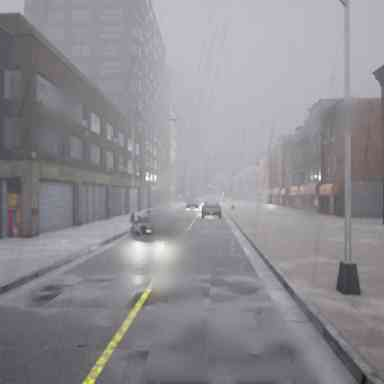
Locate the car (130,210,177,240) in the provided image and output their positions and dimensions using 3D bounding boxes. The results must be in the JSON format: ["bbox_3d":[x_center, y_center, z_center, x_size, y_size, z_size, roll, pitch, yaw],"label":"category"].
[{"bbox_3d":[-1.915,1.668,17.630,1.994,1.385,4.181,0,0,3],"label":"car"}]

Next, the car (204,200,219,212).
[{"bbox_3d":[2.540,1.795,43.531,1.812,1.442,4.674,0,0,3],"label":"car"}]

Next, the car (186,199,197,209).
[{"bbox_3d":[0.127,1.889,52.820,2.033,1.411,5.357,0,0,3],"label":"car"}]

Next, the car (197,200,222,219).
[{"bbox_3d":[1.861,1.682,31.821,2.128,1.511,4.902,0,-1,3],"label":"car"}]
